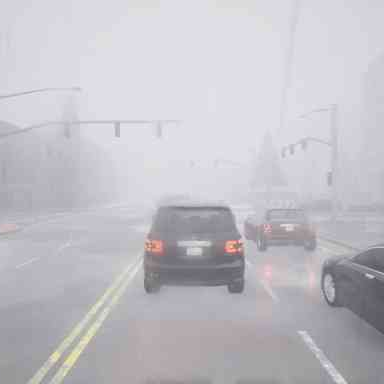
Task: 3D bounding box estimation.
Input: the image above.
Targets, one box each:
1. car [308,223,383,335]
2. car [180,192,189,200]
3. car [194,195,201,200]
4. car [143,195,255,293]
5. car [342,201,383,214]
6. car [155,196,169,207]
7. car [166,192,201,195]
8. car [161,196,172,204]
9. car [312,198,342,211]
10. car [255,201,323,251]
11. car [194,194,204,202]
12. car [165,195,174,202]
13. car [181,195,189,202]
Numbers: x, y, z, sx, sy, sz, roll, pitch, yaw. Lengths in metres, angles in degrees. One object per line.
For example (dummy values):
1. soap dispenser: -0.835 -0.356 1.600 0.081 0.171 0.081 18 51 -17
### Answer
1. car: 3.607 1.505 5.081 1.837 1.490 4.892 0 0 0
2. car: -2.036 1.139 90.447 2.150 2.045 5.566 0 0 -1
3. car: 1.467 1.552 90.364 1.994 1.385 4.181 0 0 -1
4. car: 0.054 1.221 8.984 2.150 2.045 5.566 0 0 0
5. car: 18.487 1.601 34.169 4.718 1.301 1.895 0 0 -2
6. car: -4.707 1.477 52.227 1.882 1.535 5.008 0 0 -1
7. car: -0.937 1.220 34.508 2.150 2.045 5.566 -1 1 -39
8. car: -4.966 1.526 64.890 1.812 1.442 4.674 0 0 -1
9. car: 14.438 1.505 37.562 4.892 1.490 1.837 0 0 -2
10. car: 3.535 1.352 14.162 2.097 1.767 4.553 0 0 0
11. car: 1.705 1.355 80.458 2.097 1.767 4.553 0 0 -1
12. car: -5.212 1.473 76.941 1.882 1.535 5.008 0 0 -1
13. car: -1.790 1.496 80.218 1.837 1.490 4.892 0 0 -1
